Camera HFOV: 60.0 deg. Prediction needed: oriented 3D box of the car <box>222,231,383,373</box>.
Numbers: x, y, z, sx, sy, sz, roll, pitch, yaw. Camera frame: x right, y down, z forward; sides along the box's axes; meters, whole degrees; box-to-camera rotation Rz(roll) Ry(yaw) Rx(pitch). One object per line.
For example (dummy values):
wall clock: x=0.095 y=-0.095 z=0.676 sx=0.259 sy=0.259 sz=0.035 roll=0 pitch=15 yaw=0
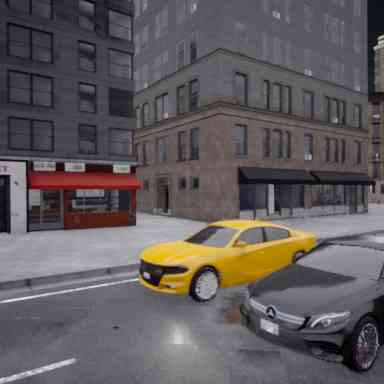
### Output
car: x=2.926 y=1.523 z=5.749 sx=4.674 sy=1.442 sz=1.812 roll=0 pitch=0 yaw=-35

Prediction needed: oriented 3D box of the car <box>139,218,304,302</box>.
car: x=1.086 y=1.475 z=8.428 sx=5.008 sy=1.535 sz=1.882 roll=0 pitch=0 yaw=-35
